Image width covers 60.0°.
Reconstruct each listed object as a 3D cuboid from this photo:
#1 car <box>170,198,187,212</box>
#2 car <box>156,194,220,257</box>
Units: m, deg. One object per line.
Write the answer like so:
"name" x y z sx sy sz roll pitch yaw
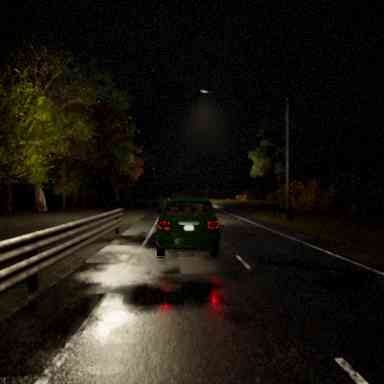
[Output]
"car" -1.603 1.504 39.026 1.837 1.490 4.892 0 0 -3
"car" -0.234 1.223 13.088 2.150 2.045 5.566 0 0 -3
